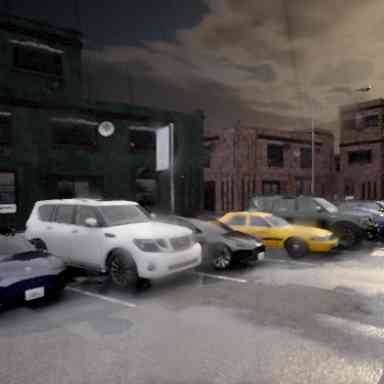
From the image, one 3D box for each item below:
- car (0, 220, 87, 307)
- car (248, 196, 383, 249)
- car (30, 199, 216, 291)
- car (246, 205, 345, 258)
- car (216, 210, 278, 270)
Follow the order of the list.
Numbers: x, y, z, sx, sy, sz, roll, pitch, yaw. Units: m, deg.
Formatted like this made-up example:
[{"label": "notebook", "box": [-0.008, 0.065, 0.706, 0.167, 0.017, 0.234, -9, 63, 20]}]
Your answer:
[{"label": "car", "box": [-4.873, 1.513, 7.532, 4.792, 1.488, 2.163, -1, -1, 35]}, {"label": "car", "box": [4.949, 1.166, 14.452, 5.566, 2.045, 2.435, -1, -1, 35]}, {"label": "car", "box": [-2.422, 1.214, 9.258, 5.566, 2.045, 2.435, -1, -1, 35]}, {"label": "car", "box": [2.624, 1.427, 12.619, 5.366, 1.575, 1.946, -1, -1, 35]}, {"label": "car", "box": [0.039, 1.478, 10.980, 4.792, 1.488, 2.163, -1, -1, 35]}]
